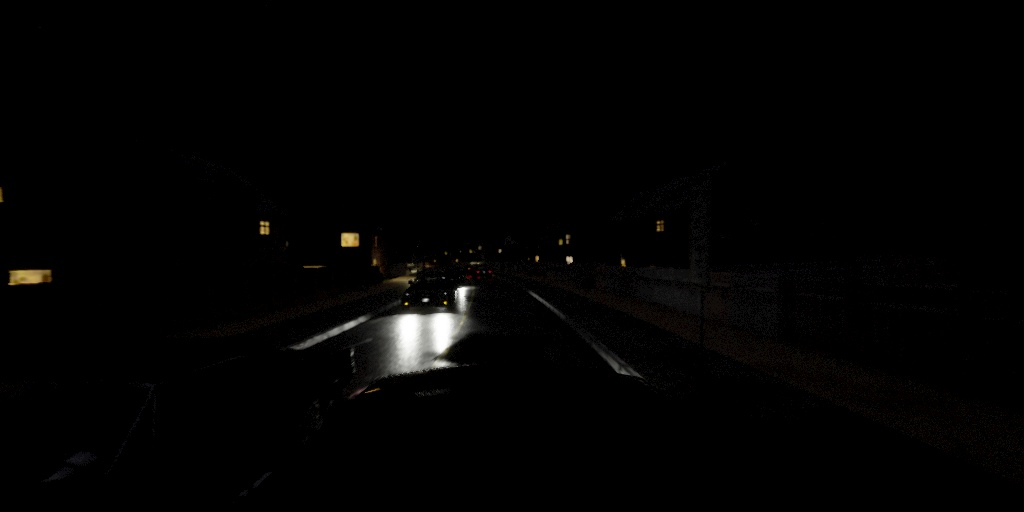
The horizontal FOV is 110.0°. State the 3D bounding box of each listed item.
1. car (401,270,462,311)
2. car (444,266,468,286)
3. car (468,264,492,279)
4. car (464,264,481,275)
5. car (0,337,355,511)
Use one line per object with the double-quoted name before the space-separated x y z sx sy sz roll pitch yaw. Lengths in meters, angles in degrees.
"car" -3.380 1.463 15.286 1.994 1.385 4.181 0 -1 -5
"car" -4.714 1.557 28.912 1.837 1.490 4.892 -1 -1 -8
"car" -3.259 1.684 38.403 2.033 1.411 5.357 -1 -1 -11
"car" -5.480 1.808 49.116 1.812 1.442 4.674 -1 0 -14
"car" -2.936 1.378 2.379 1.895 1.301 4.718 0 0 0
